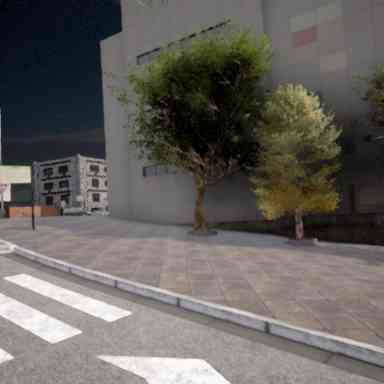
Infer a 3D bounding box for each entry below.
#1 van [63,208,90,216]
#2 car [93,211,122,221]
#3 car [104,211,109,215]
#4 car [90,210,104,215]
[{"bbox_3d":[-20.101,3.750,56.663,4.442,1.987,1.878,-5,-6,26],"label":"van"},{"bbox_3d":[-16.386,4.642,64.242,5.366,1.575,1.946,-5,-7,26],"label":"car"},{"bbox_3d":[-17.493,4.264,61.557,4.553,1.767,2.185,-5,-7,26],"label":"car"},{"bbox_3d":[-18.760,4.169,59.069,5.008,1.535,2.097,-5,-6,26],"label":"car"}]
